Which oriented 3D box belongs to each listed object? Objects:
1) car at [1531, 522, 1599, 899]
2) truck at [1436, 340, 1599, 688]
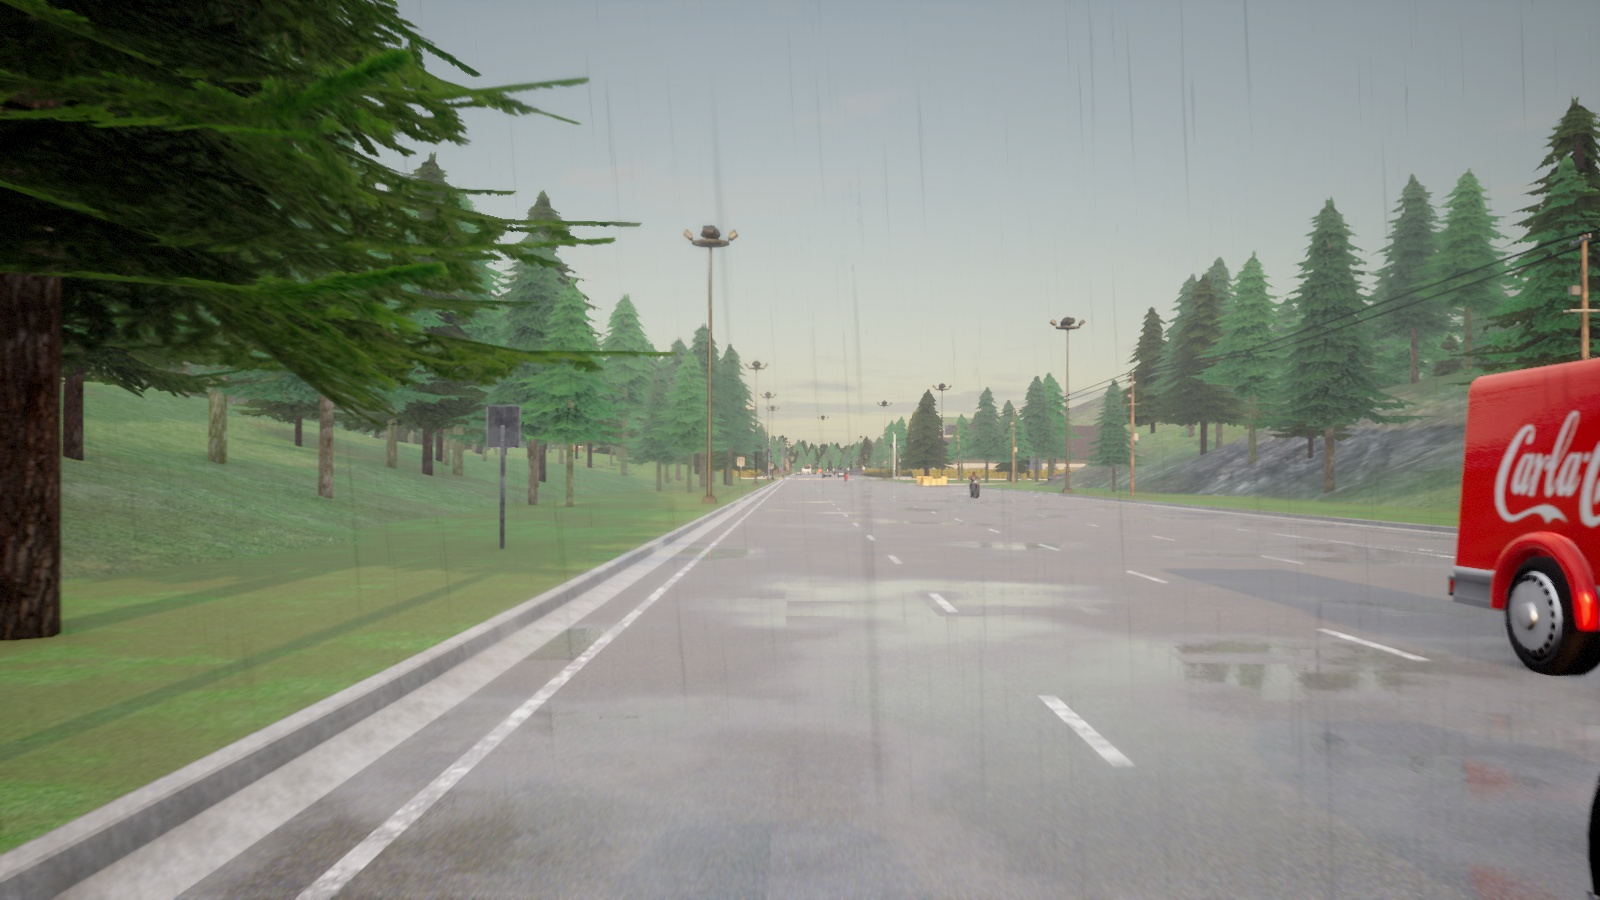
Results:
[{"bbox_3d":[3.495,0.901,2.178,1.994,1.385,4.181,0,-1,0],"label":"car"},{"bbox_3d":[6.977,0.443,8.539,2.627,2.467,5.204,0,-1,0],"label":"truck"}]
